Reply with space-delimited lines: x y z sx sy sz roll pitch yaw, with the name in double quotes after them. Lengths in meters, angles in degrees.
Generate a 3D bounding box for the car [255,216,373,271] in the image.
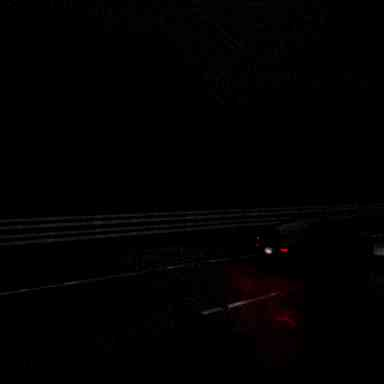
4.088 1.520 10.957 4.674 1.442 1.812 0 0 -36 "car"
